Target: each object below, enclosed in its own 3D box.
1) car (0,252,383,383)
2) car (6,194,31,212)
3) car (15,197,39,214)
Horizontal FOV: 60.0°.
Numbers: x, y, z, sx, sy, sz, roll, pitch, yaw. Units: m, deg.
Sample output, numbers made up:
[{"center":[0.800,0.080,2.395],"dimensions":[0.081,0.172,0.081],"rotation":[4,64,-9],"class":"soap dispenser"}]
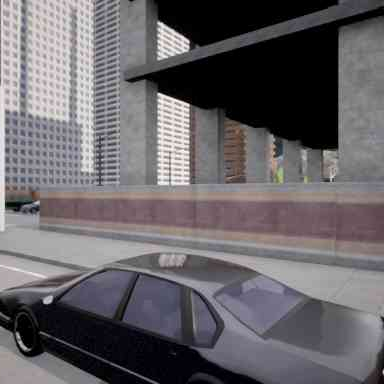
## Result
[{"center":[-0.417,1.547,4.288],"dimensions":[5.357,1.411,2.033],"rotation":[0,0,35],"class":"car"},{"center":[-19.885,1.221,35.634],"dimensions":[2.150,2.045,5.566],"rotation":[0,0,36],"class":"car"},{"center":[-15.744,1.526,35.357],"dimensions":[1.812,1.442,4.674],"rotation":[0,0,36],"class":"car"}]
